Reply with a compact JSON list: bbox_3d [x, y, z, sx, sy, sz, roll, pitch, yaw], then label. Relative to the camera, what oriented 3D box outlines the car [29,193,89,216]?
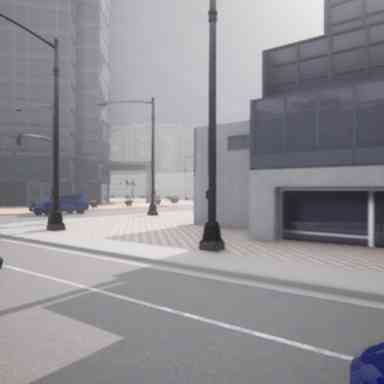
[{"bbox_3d":[-12.541,1.137,31.838,2.150,2.045,5.566,0,0,36],"label":"car"}]

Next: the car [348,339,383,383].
[{"bbox_3d":[3.303,1.527,1.635,4.674,1.442,1.812,0,0,35],"label":"car"}]

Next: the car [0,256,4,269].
[{"bbox_3d":[-7.279,1.544,9.214,5.357,1.411,2.033,0,0,36],"label":"car"}]
